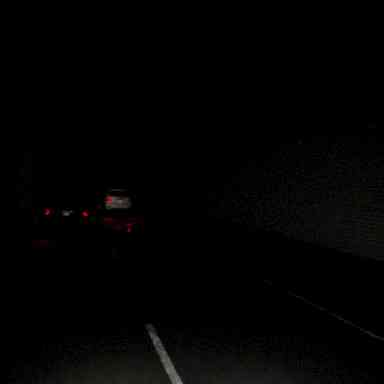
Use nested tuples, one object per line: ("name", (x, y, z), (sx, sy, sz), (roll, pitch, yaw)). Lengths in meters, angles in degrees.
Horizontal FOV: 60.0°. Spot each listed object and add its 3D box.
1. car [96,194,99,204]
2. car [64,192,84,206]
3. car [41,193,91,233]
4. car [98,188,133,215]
("car", (-10.918, 0.712, 41.410), (1.812, 1.442, 4.674), (3, 1, -18))
("car", (-12.864, 0.725, 36.359), (1.895, 1.301, 4.718), (3, 0, -19))
("car", (-6.169, 0.937, 16.564), (2.097, 1.767, 4.553), (3, 0, -19))
("car", (-6.299, 0.724, 27.800), (2.150, 2.045, 5.566), (3, 0, -18))
